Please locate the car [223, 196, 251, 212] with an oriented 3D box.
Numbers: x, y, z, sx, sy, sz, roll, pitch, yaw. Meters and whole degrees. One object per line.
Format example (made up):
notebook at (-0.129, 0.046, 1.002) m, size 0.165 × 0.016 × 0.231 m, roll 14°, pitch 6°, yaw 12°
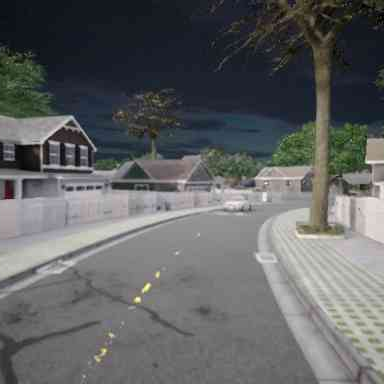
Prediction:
car at (4.548, 1.134, 32.731) m, size 1.812 × 1.442 × 4.674 m, roll 1°, pitch 1°, yaw 24°
